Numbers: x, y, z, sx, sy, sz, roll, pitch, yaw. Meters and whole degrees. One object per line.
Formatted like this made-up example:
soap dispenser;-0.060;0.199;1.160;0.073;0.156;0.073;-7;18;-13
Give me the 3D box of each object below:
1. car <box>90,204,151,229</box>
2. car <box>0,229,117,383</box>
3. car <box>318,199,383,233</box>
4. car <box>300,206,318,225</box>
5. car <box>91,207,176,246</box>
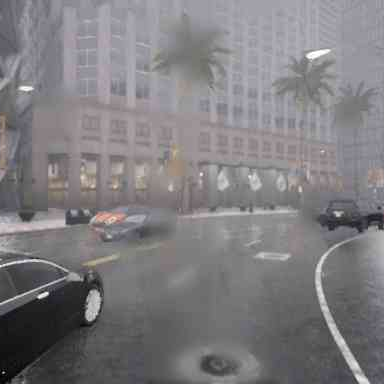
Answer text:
car;-4.090;1.584;20.697;2.097;1.767;4.553;0;-1;34
car;-2.792;1.552;4.370;1.837;1.490;4.892;0;0;8
car;10.851;1.505;21.844;5.566;2.045;2.150;0;-1;-41
car;10.298;1.830;25.779;4.892;1.490;1.837;1;-1;-39
car;-2.508;1.715;16.644;1.812;1.442;4.674;-1;-1;29
